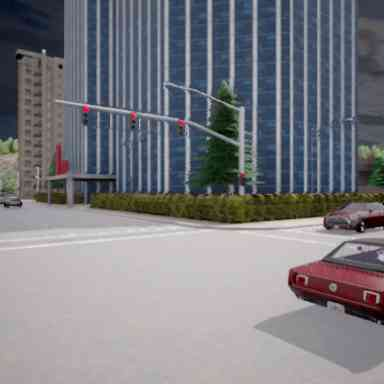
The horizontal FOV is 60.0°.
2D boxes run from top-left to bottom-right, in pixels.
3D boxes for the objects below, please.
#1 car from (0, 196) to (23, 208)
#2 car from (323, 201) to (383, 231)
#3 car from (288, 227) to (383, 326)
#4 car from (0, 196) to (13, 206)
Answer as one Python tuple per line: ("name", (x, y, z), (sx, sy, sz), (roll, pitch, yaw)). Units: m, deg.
("car", (-25.270, 1.487, 47.047), (2.128, 1.511, 4.902), (0, 0, -36))
("car", (9.743, 1.338, 19.532), (4.553, 1.767, 2.097), (0, 0, -35))
("car", (4.156, 1.595, 6.708), (4.718, 1.301, 1.895), (0, 0, -35))
("car", (-31.419, 1.487, 55.453), (2.128, 1.511, 4.902), (0, 0, -36))
